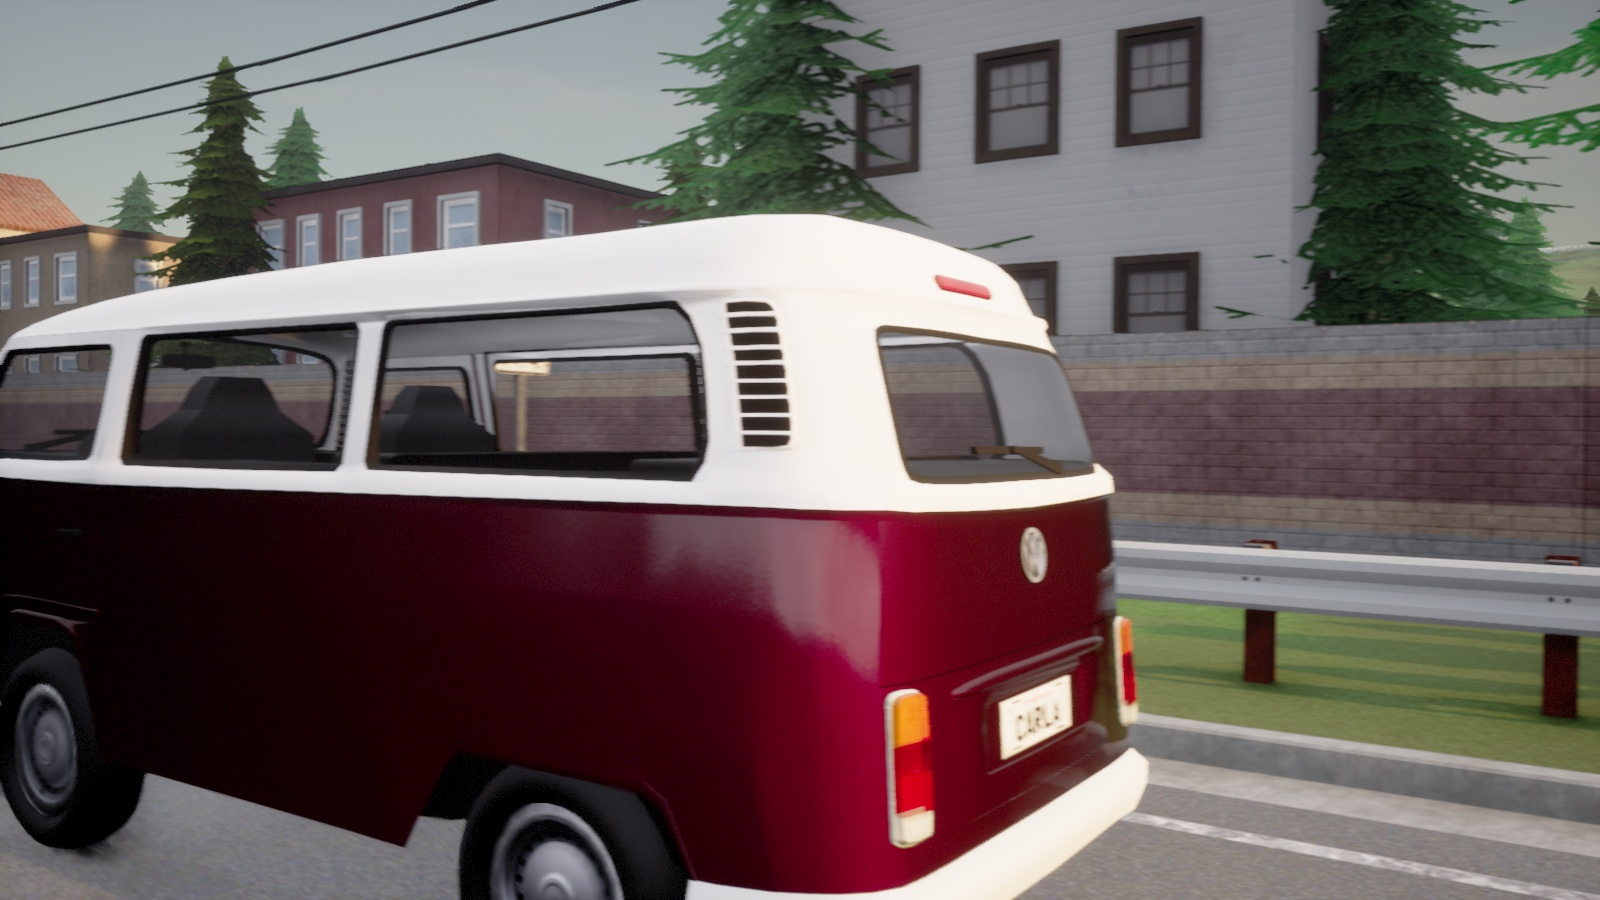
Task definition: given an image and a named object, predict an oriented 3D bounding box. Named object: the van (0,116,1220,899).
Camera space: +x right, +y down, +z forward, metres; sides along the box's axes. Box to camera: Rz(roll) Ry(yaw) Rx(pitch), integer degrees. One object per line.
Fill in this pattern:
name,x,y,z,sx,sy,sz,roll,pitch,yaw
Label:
van,-1.112,0.406,4.357,4.480,2.038,2.069,0,1,34
